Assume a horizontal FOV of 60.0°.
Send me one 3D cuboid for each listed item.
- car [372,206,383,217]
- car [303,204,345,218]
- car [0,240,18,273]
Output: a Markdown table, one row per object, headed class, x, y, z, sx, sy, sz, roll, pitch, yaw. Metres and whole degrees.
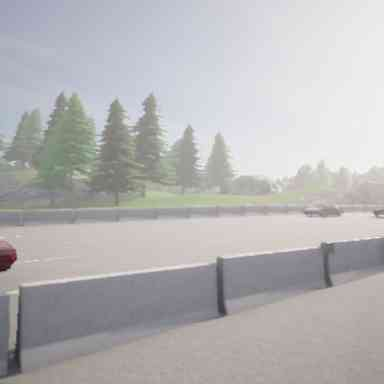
| class | x | y | z | sx | sy | sz | roll | pitch | yaw |
| --- | --- | --- | --- | --- | --- | --- | --- | --- | --- |
| car | 22.019 | 2.142 | 36.839 | 4.718 | 1.301 | 1.895 | 2 | -1 | -35 |
| car | 14.153 | 1.944 | 35.560 | 5.357 | 1.411 | 2.033 | 1 | -1 | -35 |
| car | -6.800 | 1.596 | 7.736 | 4.718 | 1.301 | 1.895 | 0 | 0 | -35 |
